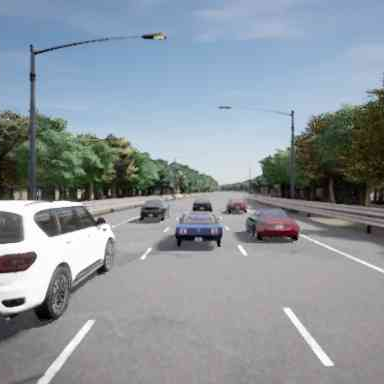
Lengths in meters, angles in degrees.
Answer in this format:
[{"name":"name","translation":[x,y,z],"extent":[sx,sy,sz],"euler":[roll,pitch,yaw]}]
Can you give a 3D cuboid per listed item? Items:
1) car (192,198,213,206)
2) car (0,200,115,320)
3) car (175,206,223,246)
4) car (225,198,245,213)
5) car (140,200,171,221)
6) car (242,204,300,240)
[{"name":"car","translation":[1.040,1.342,33.103],"extent":[1.882,1.535,5.008],"euler":[0,0,3]},{"name":"car","translation":[-3.332,1.180,7.360],"extent":[2.150,2.045,5.566],"euler":[0,0,1]},{"name":"car","translation":[0.317,1.530,14.993],"extent":[1.895,1.301,4.718],"euler":[0,0,1]},{"name":"car","translation":[4.644,1.388,35.064],"extent":[1.812,1.442,4.674],"euler":[0,0,3]},{"name":"car","translation":[-2.812,1.390,25.830],"extent":[1.837,1.490,4.892],"euler":[0,0,2]},{"name":"car","translation":[3.867,1.491,16.547],"extent":[1.994,1.385,4.181],"euler":[0,0,1]}]
